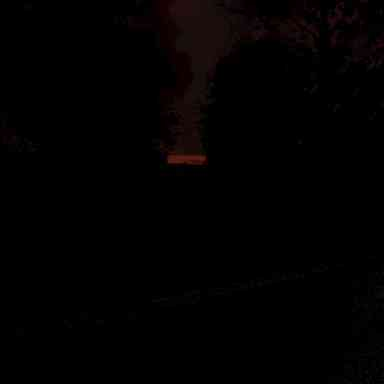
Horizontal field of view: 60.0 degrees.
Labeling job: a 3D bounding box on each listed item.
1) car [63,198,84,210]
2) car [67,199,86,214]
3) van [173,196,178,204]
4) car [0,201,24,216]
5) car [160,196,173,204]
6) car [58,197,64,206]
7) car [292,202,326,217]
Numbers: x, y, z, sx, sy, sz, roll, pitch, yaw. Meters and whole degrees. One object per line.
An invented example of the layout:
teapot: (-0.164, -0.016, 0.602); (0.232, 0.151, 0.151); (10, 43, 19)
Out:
car: (-20.196, 1.973, 56.576); (2.185, 1.767, 4.553); (0, 0, -36)
car: (-14.552, 2.117, 44.489); (2.231, 1.521, 4.892); (0, 0, -36)
van: (-4.278, 1.739, 68.049); (1.878, 1.987, 4.442); (0, 0, -36)
car: (-21.314, 2.047, 39.629); (2.185, 1.767, 4.553); (0, 0, -36)
car: (-6.507, 2.013, 66.350); (2.163, 1.488, 4.792); (0, 0, -36)
car: (-22.477, 1.867, 54.944); (2.435, 2.045, 5.566); (0, 0, -36)
car: (11.505, 1.755, 34.342); (1.882, 1.535, 5.008); (4, -3, -34)
